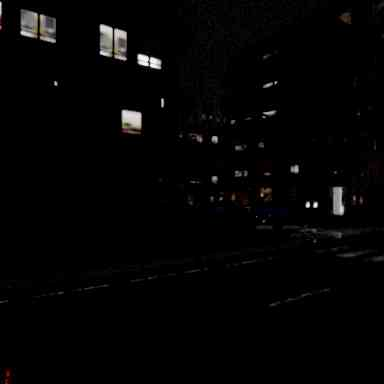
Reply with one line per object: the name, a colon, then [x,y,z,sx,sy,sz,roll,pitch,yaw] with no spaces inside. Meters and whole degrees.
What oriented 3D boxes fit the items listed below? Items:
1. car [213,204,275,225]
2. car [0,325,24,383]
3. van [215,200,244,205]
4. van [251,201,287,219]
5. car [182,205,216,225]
car: [4.214,1.960,27.324,1.895,1.301,4.718,0,-1,-36]
car: [-3.314,1.482,1.198,4.902,1.511,2.128,0,0,-36]
van: [4.076,1.818,37.275,1.690,1.788,3.998,-1,0,-36]
van: [7.392,1.745,32.760,1.690,1.788,3.998,-1,0,-36]
car: [0.651,1.969,27.842,1.802,1.307,4.206,-1,0,-36]
